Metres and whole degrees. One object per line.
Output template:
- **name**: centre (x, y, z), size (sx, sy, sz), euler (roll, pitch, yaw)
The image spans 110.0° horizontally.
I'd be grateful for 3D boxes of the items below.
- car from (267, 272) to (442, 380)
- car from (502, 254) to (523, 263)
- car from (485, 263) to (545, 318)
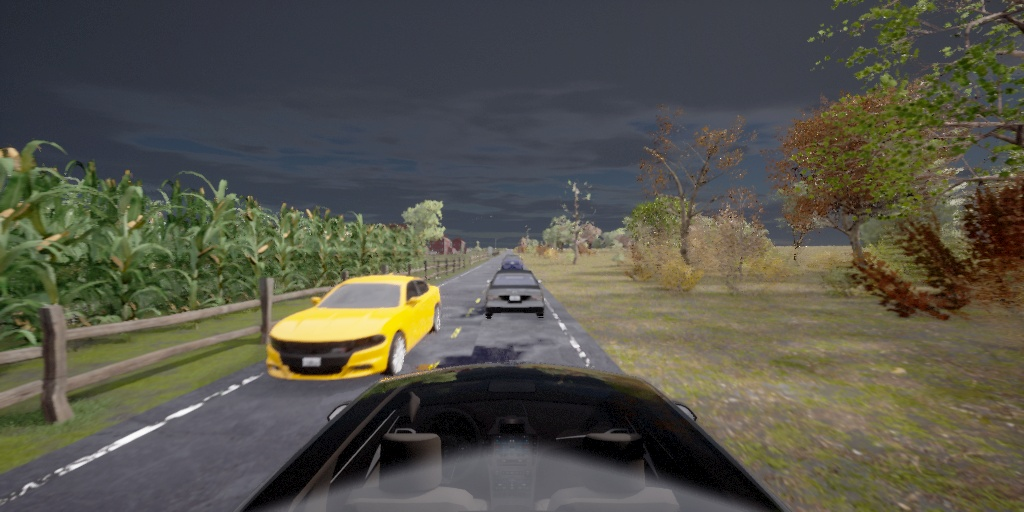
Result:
- **car**: centre (-2.758, 1.153, 7.422), size (1.882, 1.535, 5.008), euler (0, 1, 0)
- **car**: centre (0.043, 0.633, 36.092), size (2.097, 1.767, 4.553), euler (0, 1, 0)
- **car**: centre (0.079, 1.158, 12.309), size (2.033, 1.411, 5.357), euler (0, 1, 0)
